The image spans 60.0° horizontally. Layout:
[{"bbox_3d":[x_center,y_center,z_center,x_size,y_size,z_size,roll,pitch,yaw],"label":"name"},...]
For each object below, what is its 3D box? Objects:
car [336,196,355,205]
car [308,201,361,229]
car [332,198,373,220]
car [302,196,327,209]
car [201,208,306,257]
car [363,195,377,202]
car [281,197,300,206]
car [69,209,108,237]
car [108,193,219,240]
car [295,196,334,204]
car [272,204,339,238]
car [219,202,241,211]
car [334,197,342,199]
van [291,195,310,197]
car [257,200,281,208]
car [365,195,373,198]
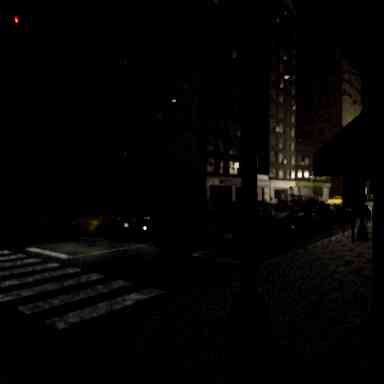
[{"bbox_3d":[25.900,1.440,56.072,1.947,1.339,4.313,1,0,38],"label":"car"},{"bbox_3d":[9.099,1.494,21.167,1.947,1.339,4.313,1,0,38],"label":"car"},{"bbox_3d":[12.510,1.456,25.587,1.752,1.417,4.829,1,0,38],"label":"car"},{"bbox_3d":[15.980,1.311,43.217,1.967,1.590,4.097,1,0,38],"label":"car"},{"bbox_3d":[2.485,1.489,12.597,1.947,1.339,4.313,1,0,38],"label":"car"},{"bbox_3d":[39.129,1.424,73.213,2.008,1.369,4.403,1,0,38],"label":"car"},{"bbox_3d":[9.366,1.450,34.648,1.802,1.307,4.206,1,0,38],"label":"car"},{"bbox_3d":[-3.966,1.384,17.372,1.752,1.417,4.829,1,0,38],"label":"car"},{"bbox_3d":[-1.204,1.100,16.791,2.150,2.045,5.566,1,0,38],"label":"car"},{"bbox_3d":[12.802,1.437,34.918,2.033,1.411,5.357,1,0,38],"label":"car"},{"bbox_3d":[5.792,1.508,16.882,1.802,1.307,4.206,1,0,38],"label":"car"},{"bbox_3d":[2.752,1.430,26.077,1.947,1.339,4.313,1,0,38],"label":"car"},{"bbox_3d":[22.490,1.399,51.653,1.752,1.417,4.829,1,0,38],"label":"car"},{"bbox_3d":[12.674,1.211,38.932,1.690,1.788,3.998,1,0,38],"label":"van"},{"bbox_3d":[6.059,1.432,30.362,1.947,1.339,4.313,1,0,38],"label":"car"},{"bbox_3d":[35.822,1.426,68.927,2.008,1.369,4.403,1,0,38],"label":"car"}]
